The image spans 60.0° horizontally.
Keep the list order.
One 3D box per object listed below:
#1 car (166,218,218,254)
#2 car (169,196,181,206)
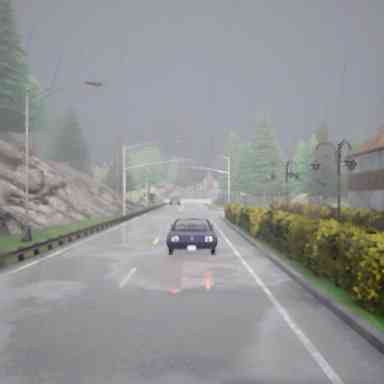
[{"bbox_3d":[0.000,1.734,14.102,1.895,1.301,4.718,0,0,0],"label":"car"},{"bbox_3d":[-3.509,1.866,68.598,2.150,2.045,5.566,0,0,0],"label":"car"}]
